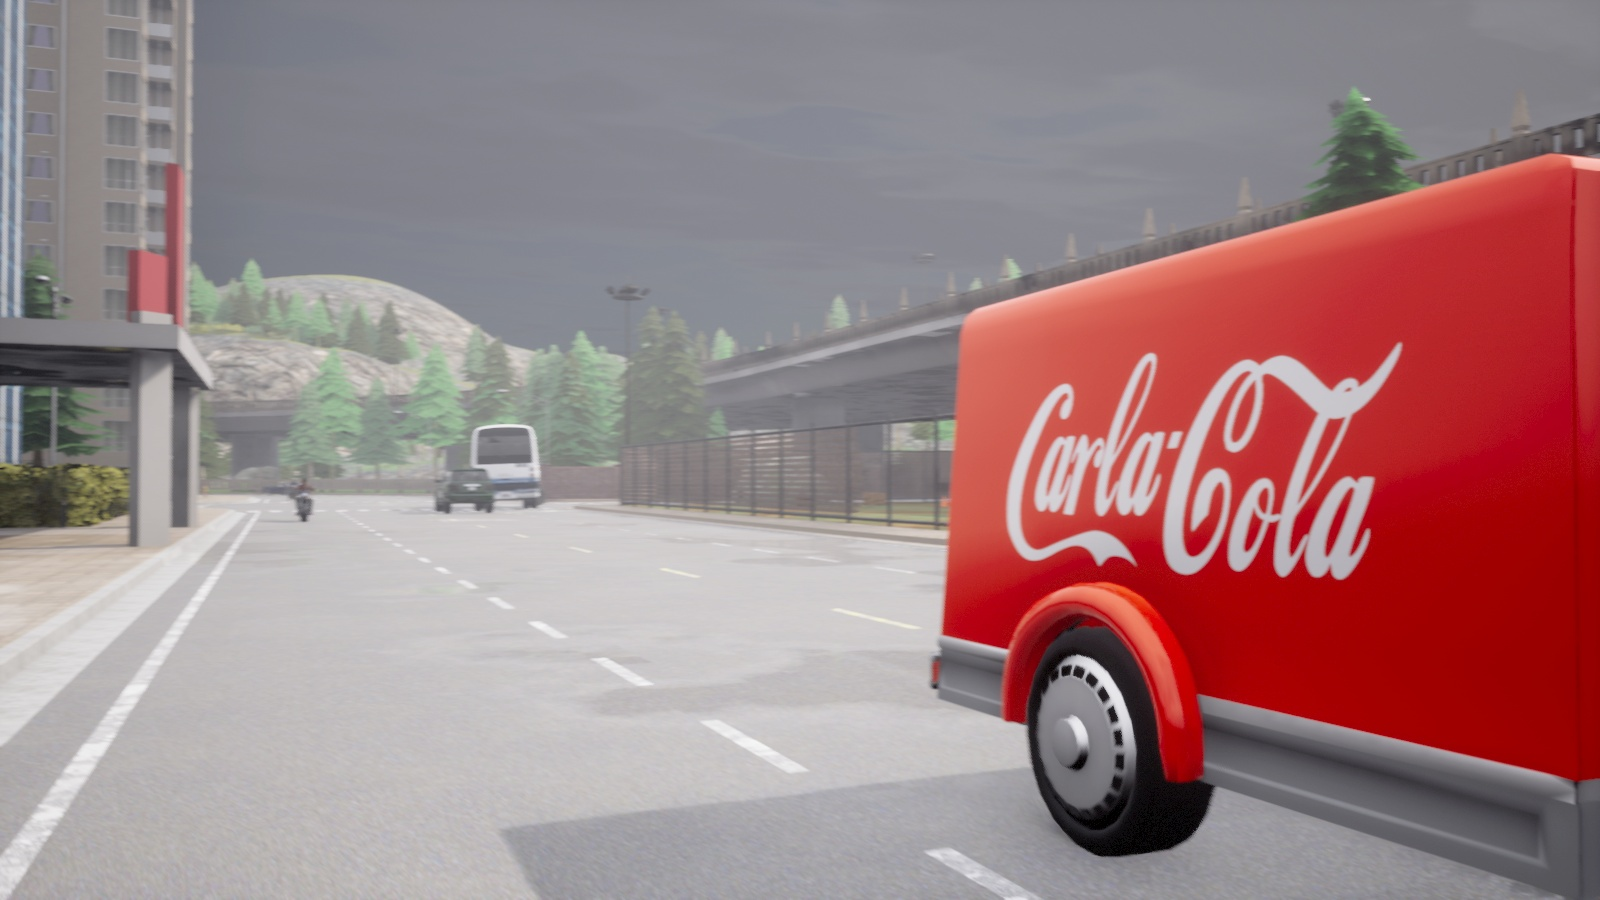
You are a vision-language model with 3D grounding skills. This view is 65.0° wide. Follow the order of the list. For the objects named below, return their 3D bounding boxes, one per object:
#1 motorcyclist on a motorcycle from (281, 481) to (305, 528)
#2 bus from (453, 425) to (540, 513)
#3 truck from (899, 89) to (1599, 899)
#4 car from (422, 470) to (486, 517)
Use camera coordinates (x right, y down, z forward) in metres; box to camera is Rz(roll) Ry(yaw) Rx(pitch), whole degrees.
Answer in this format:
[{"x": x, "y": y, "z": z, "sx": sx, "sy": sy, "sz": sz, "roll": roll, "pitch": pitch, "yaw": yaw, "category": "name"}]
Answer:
[{"x": -18.413, "y": 1.942, "z": 45.592, "sx": 0.766, "sy": 1.649, "sz": 2.350, "roll": 0, "pitch": -1, "yaw": -23, "category": "motorcyclist on a motorcycle"}, {"x": -16.271, "y": 1.113, "z": 68.017, "sx": 3.944, "sy": 4.253, "sz": 10.273, "roll": -2, "pitch": -1, "yaw": -11, "category": "bus"}, {"x": 2.742, "y": 0.382, "z": 4.545, "sx": 2.627, "sy": 2.467, "sz": 5.204, "roll": 0, "pitch": -1, "yaw": -23, "category": "truck"}, {"x": -15.997, "y": 1.962, "z": 57.855, "sx": 2.150, "sy": 2.045, "sz": 5.566, "roll": 0, "pitch": -1, "yaw": -23, "category": "car"}]
